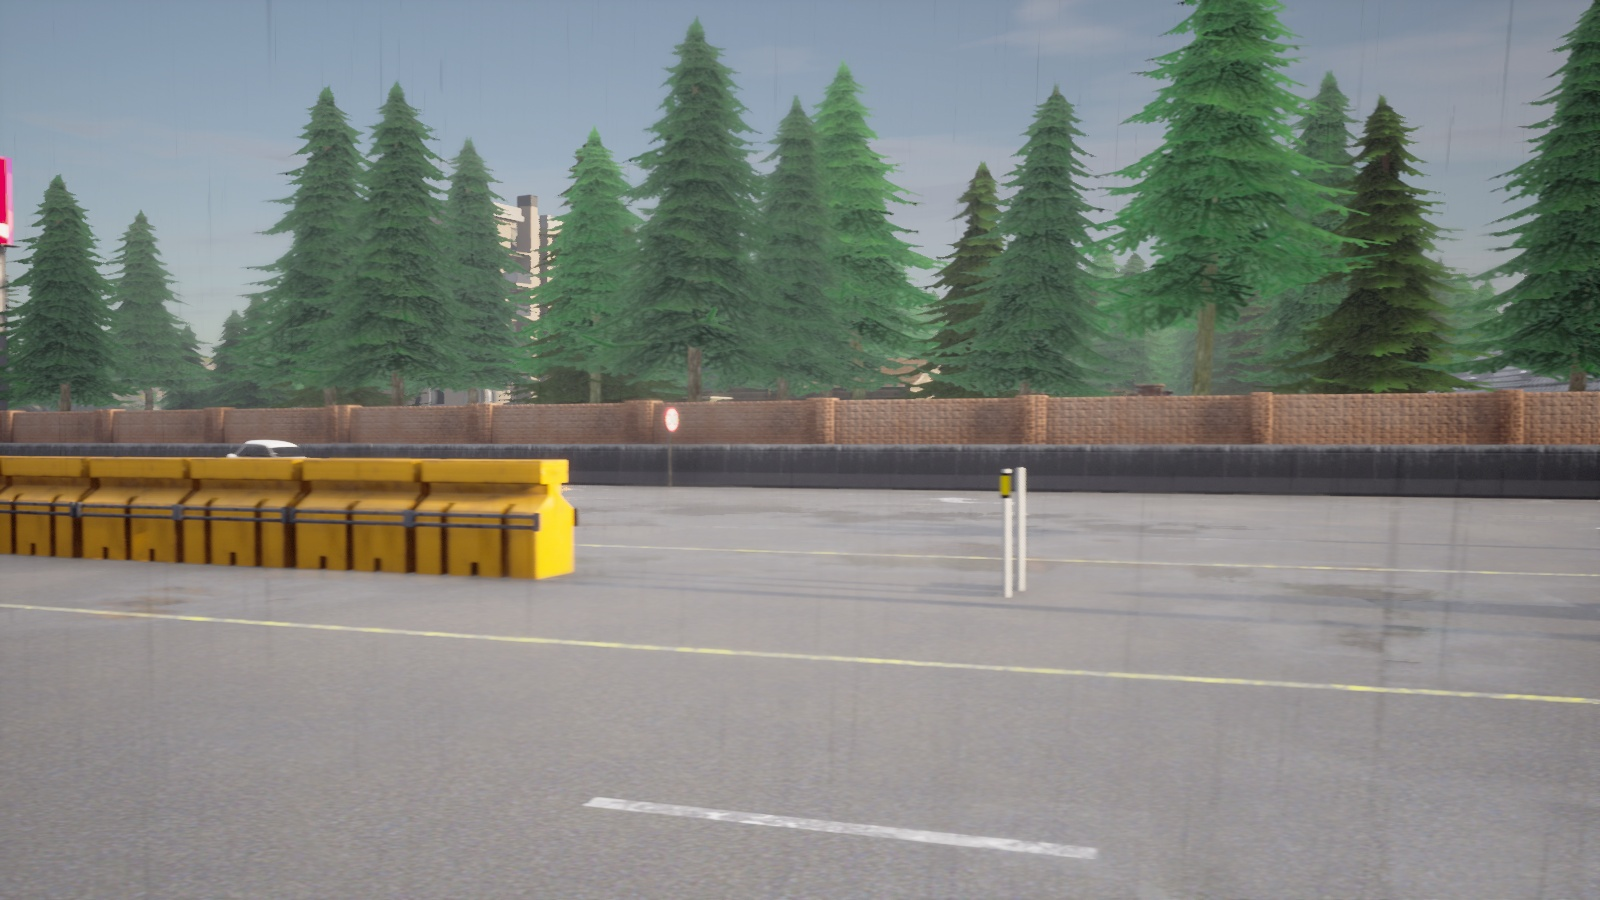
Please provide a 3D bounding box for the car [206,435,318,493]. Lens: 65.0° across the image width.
[{"bbox_3d":[-13.498,0.327,31.500,2.207,1.376,1.481,1,1,25],"label":"car"}]
